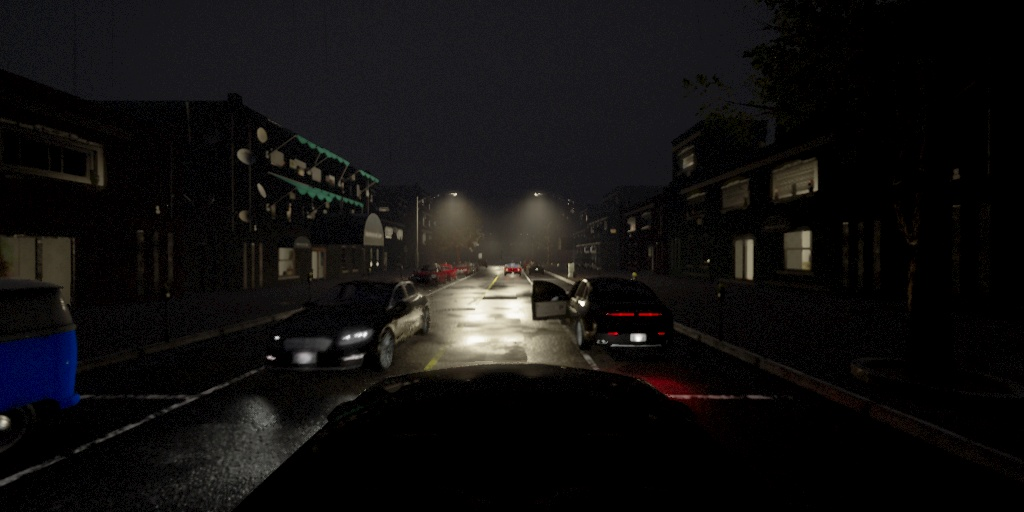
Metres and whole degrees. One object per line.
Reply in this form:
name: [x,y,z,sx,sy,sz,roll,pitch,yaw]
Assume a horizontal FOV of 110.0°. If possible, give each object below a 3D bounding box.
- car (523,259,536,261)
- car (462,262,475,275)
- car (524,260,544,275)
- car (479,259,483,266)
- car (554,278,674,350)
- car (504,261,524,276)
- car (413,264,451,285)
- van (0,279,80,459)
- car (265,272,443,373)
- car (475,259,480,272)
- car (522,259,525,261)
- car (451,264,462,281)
car: [2.714,1.476,46.843,1.751,1.417,4.829,0,0,0]
car: [-5.670,1.508,41.126,1.802,1.307,4.207,0,0,0]
car: [2.710,1.492,41.125,1.948,1.339,4.313,0,0,0]
car: [-5.666,1.557,52.224,1.802,1.307,4.207,0,0,0]
car: [2.358,1.288,9.118,1.837,1.490,4.892,0,0,0]
car: [0.098,1.521,39.784,1.895,1.301,4.718,0,0,0]
car: [-5.677,1.292,24.482,1.967,1.591,4.097,0,0,0]
van: [-5.687,1.093,2.288,1.690,1.789,3.998,0,0,0]
car: [-3.098,1.269,7.805,2.128,1.511,4.902,0,0,0]
car: [-5.669,1.501,46.675,2.007,1.370,4.403,0,0,0]
car: [2.715,1.290,52.222,2.192,1.841,5.009,0,0,0]
car: [-5.675,1.421,30.030,1.888,1.381,4.507,0,0,0]
